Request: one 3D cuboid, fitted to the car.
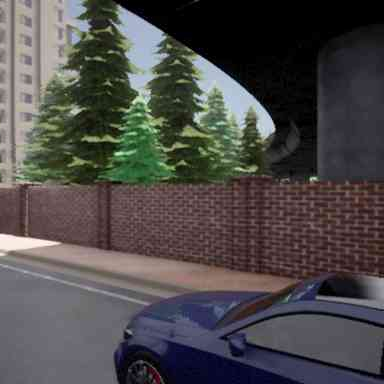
[{"bbox_3d":[1.334,1.525,3.025,4.674,1.442,1.812,0,0,36],"label":"car"}]
